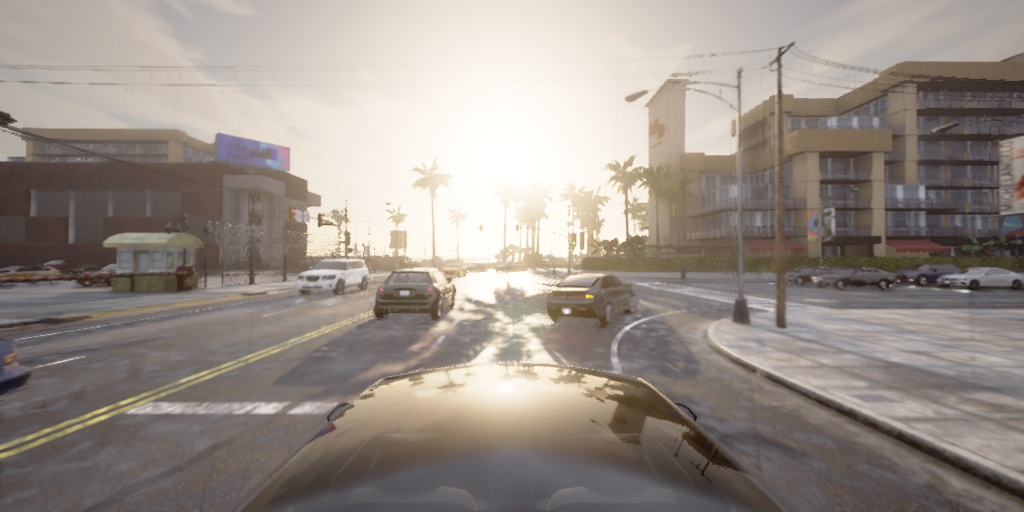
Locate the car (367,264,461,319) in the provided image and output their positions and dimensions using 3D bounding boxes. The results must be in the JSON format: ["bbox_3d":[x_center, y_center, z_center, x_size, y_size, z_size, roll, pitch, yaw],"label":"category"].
[{"bbox_3d":[-3.406,1.225,13.507,2.097,1.767,4.553,0,-1,0],"label":"car"}]

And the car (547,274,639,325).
[{"bbox_3d":[2.914,1.369,12.486,1.837,1.490,4.892,-3,-2,33],"label":"car"}]

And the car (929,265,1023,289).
[{"bbox_3d":[32.277,1.518,24.713,4.674,1.442,1.812,0,-1,0],"label":"car"}]

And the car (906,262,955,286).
[{"bbox_3d":[32.570,1.382,28.218,4.553,1.767,2.097,0,-1,0],"label":"car"}]

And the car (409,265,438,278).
[{"bbox_3d":[-10.163,1.731,41.489,1.994,1.385,4.181,0,-1,4],"label":"car"}]

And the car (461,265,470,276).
[{"bbox_3d":[-6.699,1.648,41.779,1.882,1.535,5.008,0,-1,5],"label":"car"}]

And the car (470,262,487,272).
[{"bbox_3d":[-5.873,1.824,58.530,1.882,1.535,5.008,0,-1,25],"label":"car"}]

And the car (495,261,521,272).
[{"bbox_3d":[-1.017,1.842,60.312,1.882,1.535,5.008,0,-1,30],"label":"car"}]

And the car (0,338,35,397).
[{"bbox_3d":[-7.101,1.302,2.143,2.033,1.411,5.357,0,-1,0],"label":"car"}]

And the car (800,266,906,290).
[{"bbox_3d":[23.315,1.483,24.645,4.902,1.511,2.128,0,-1,0],"label":"car"}]

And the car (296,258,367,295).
[{"bbox_3d":[-10.599,1.181,21.732,2.150,2.045,5.566,0,-1,0],"label":"car"}]

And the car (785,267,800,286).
[{"bbox_3d":[23.472,1.520,28.147,4.902,1.511,2.128,0,-1,0],"label":"car"}]
